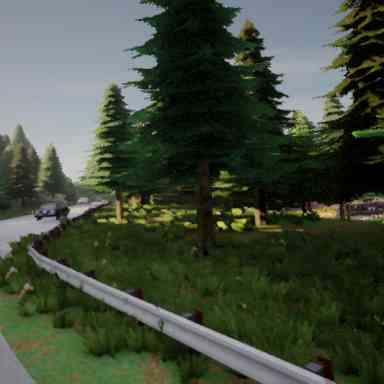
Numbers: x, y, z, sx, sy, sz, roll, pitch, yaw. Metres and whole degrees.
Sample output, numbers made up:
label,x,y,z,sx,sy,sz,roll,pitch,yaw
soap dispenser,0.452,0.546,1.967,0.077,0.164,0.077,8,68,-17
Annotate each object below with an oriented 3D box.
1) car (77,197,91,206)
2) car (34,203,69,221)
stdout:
label,x,y,z,sx,sy,sz,roll,pitch,yaw
car,-19.302,1.672,59.452,1.812,1.442,4.674,-3,1,-11
car,-12.252,1.657,29.304,2.033,1.411,5.357,-4,1,-8
